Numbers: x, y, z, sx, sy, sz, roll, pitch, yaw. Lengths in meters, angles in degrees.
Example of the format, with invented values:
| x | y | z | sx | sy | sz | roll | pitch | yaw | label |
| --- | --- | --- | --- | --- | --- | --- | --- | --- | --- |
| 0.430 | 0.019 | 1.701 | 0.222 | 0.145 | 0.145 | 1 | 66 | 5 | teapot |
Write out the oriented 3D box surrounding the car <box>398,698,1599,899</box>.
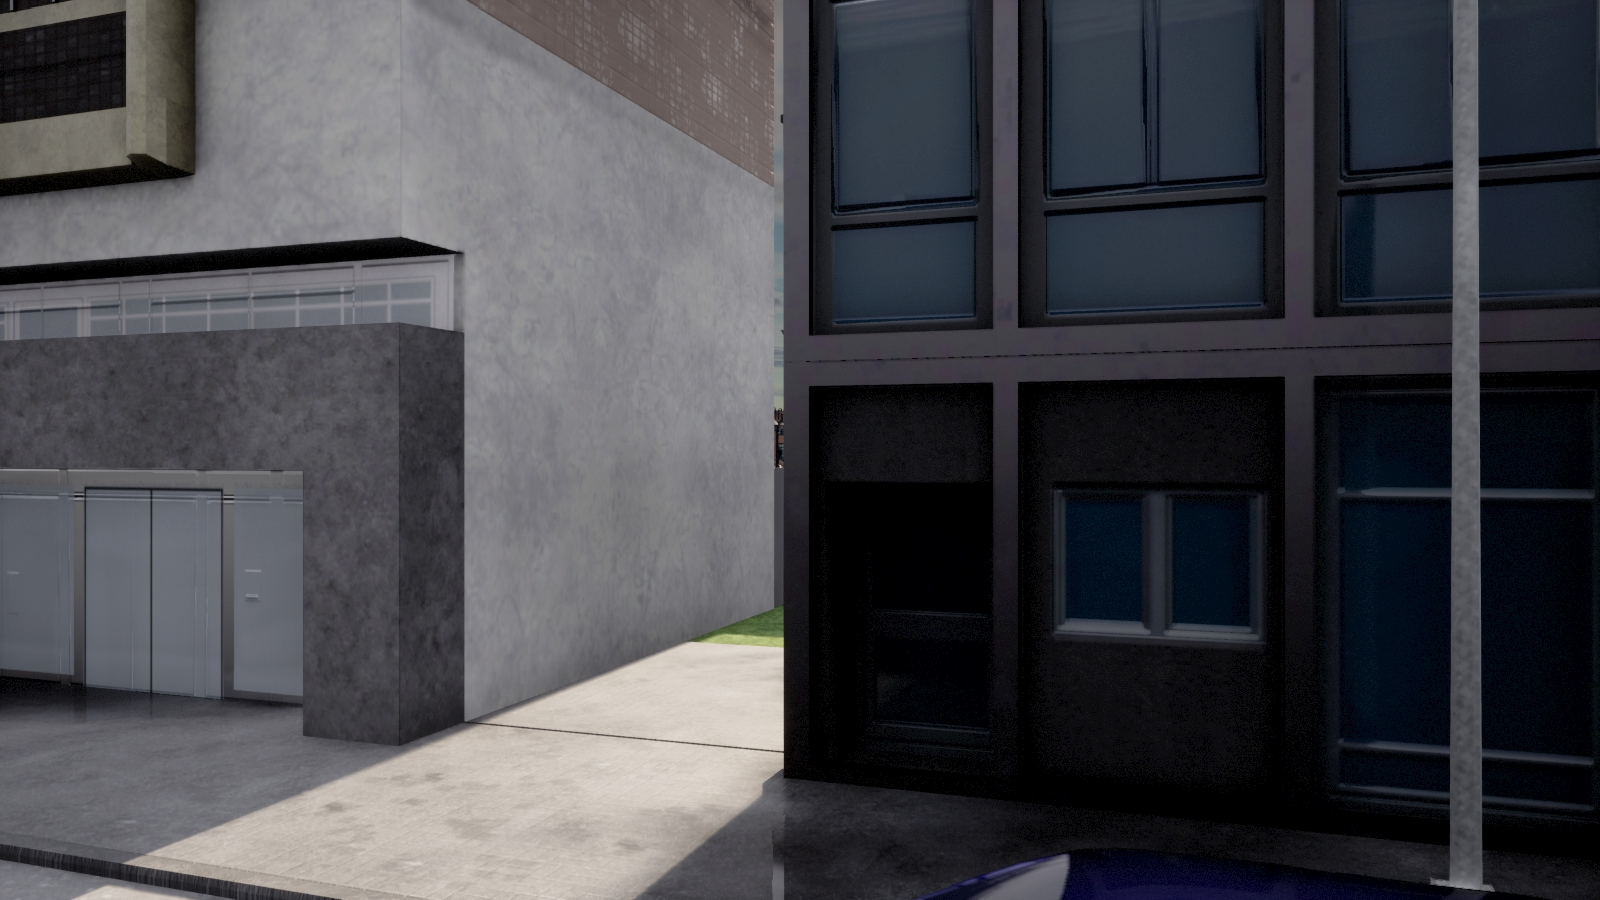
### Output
| x | y | z | sx | sy | sz | roll | pitch | yaw | label |
| --- | --- | --- | --- | --- | --- | --- | --- | --- | --- |
| 0.901 | 1.818 | 3.442 | 3.633 | 1.501 | 1.845 | 0 | 0 | 20 | car |
